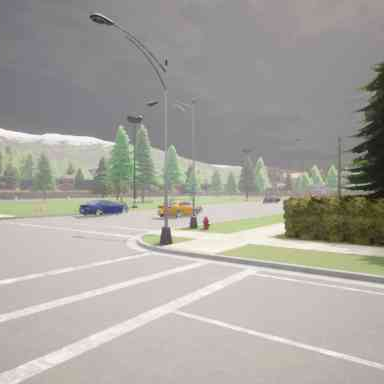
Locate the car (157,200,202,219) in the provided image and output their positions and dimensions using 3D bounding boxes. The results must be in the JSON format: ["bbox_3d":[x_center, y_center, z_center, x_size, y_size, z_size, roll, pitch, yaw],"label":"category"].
[{"bbox_3d":[-1.001,1.477,29.833,1.882,1.535,5.008,0,0,36],"label":"car"}]

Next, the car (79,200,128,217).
[{"bbox_3d":[-8.313,1.477,31.666,1.882,1.535,5.008,0,0,36],"label":"car"}]

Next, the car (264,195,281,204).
[{"bbox_3d":[15.734,1.351,64.940,2.097,1.767,4.553,0,0,36],"label":"car"}]
